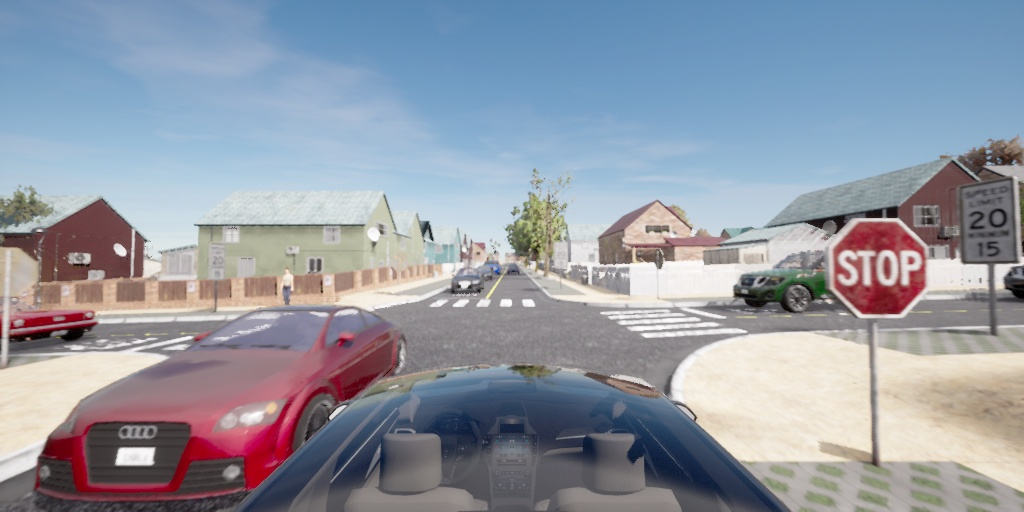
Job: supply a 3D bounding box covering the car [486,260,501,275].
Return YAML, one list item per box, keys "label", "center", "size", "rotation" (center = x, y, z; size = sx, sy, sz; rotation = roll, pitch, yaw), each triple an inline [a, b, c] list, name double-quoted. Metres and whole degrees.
- label: "car"
  center: [-2.706, 1.597, 49.542]
  size: [2.150, 2.045, 5.566]
  rotation: [0, 0, 0]

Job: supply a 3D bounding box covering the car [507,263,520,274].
- label: "car"
  center: [0.230, 1.980, 53.978]
  size: [2.033, 1.411, 5.357]
  rotation: [0, -1, 0]

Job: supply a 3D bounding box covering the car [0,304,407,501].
- label: "car"
  center: [-2.843, 1.357, 4.704]
  size: [1.994, 1.385, 4.181]
  rotation: [0, -1, 0]

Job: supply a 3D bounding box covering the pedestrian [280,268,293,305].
- label: "pedestrian"
  center: [-9.656, 1.399, 15.365]
  size: [0.375, 1.860, 0.375]
  rotation: [0, 0, 0]

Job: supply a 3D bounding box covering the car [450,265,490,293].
- label: "car"
  center: [-2.774, 1.528, 23.210]
  size: [2.128, 1.511, 4.902]
  rotation: [0, -1, -1]

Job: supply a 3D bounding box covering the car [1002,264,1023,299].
- label: "car"
  center: [21.035, 0.521, 12.574]
  size: [5.566, 2.045, 2.150]
  rotation: [-2, -2, 0]

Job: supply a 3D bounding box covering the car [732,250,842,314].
- label: "car"
  center: [10.833, 0.804, 12.522]
  size: [5.566, 2.045, 2.150]
  rotation: [-2, -2, -1]

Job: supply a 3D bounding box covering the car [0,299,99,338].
- label: "car"
  center: [-14.097, 1.785, 9.453]
  size: [4.718, 1.301, 1.895]
  rotation: [-2, -2, 1]

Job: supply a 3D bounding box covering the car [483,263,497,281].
- label: "car"
  center: [-2.762, 1.732, 36.101]
  size: [1.812, 1.442, 4.674]
  rotation: [0, 0, 0]
